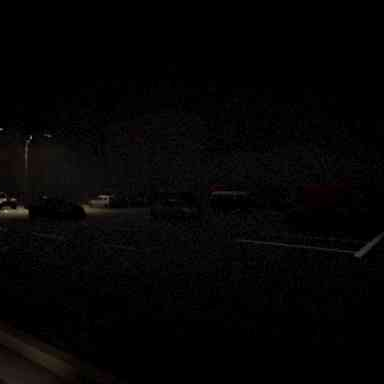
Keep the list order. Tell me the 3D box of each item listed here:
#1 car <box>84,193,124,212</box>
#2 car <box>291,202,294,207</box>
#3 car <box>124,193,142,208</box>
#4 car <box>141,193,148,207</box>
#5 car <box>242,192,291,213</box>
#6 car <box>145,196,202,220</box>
[{"bbox_3d":[-10.093,1.201,38.142,3.806,1.475,1.970,0,0,36],"label":"car"},{"bbox_3d":[10.336,1.266,40.727,3.905,1.438,1.784,0,0,36],"label":"car"},{"bbox_3d":[-8.402,1.169,40.492,3.905,1.438,1.784,0,0,36],"label":"car"},{"bbox_3d":[-6.875,0.958,42.699,4.605,1.855,1.932,0,0,36],"label":"car"},{"bbox_3d":[8.594,1.055,38.412,4.605,1.855,1.932,0,0,36],"label":"car"},{"bbox_3d":[-1.200,1.298,24.642,3.806,1.475,1.970,0,0,36],"label":"car"}]
